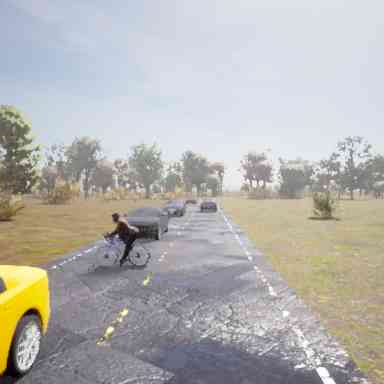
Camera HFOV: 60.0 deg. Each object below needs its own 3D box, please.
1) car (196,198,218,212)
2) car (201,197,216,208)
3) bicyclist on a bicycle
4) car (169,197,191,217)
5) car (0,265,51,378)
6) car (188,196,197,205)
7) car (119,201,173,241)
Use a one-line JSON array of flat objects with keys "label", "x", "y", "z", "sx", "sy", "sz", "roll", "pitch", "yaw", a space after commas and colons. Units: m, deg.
[{"label": "car", "x": 1.925, "y": 1.485, "z": 38.317, "sx": 2.128, "sy": 1.511, "sz": 4.902, "roll": 0, "pitch": 0, "yaw": 3}, {"label": "car", "x": 2.439, "y": 1.535, "z": 48.610, "sx": 2.033, "sy": 1.411, "sz": 5.357, "roll": 0, "pitch": 0, "yaw": 3}, {"label": "bicyclist on a bicycle", "x": -2.091, "y": 1.454, "z": 9.935, "sx": 1.656, "sy": 1.620, "sz": 0.582, "roll": -2, "pitch": 0, "yaw": 3}, {"label": "car", "x": -1.592, "y": 1.488, "z": 31.290, "sx": 2.128, "sy": 1.511, "sz": 4.902, "roll": 0, "pitch": 0, "yaw": 3}, {"label": "car", "x": -3.003, "y": 1.477, "z": 2.727, "sx": 1.882, "sy": 1.535, "sz": 5.008, "roll": 0, "pitch": 0, "yaw": 2}, {"label": "car", "x": -0.150, "y": 1.458, "z": 60.431, "sx": 1.882, "sy": 1.535, "sz": 5.008, "roll": 0, "pitch": 0, "yaw": 3}, {"label": "car", "x": -2.326, "y": 1.477, "z": 17.093, "sx": 1.882, "sy": 1.535, "sz": 5.008, "roll": 0, "pitch": 1, "yaw": 3}]
